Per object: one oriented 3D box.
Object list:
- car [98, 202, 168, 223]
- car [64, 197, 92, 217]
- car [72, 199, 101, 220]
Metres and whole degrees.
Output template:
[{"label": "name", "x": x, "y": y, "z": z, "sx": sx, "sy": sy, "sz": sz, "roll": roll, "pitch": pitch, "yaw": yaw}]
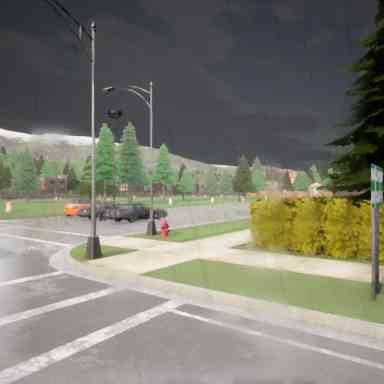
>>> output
[{"label": "car", "x": -4.176, "y": 1.547, "z": 25.485, "sx": 2.033, "sy": 1.411, "sz": 5.357, "roll": 0, "pitch": 0, "yaw": 36}, {"label": "car", "x": -9.242, "y": 1.351, "z": 30.425, "sx": 2.097, "sy": 1.767, "sz": 4.553, "roll": 0, "pitch": 0, "yaw": 36}, {"label": "car", "x": -6.832, "y": 1.547, "z": 27.785, "sx": 2.033, "sy": 1.411, "sz": 5.357, "roll": 0, "pitch": 0, "yaw": 36}]
